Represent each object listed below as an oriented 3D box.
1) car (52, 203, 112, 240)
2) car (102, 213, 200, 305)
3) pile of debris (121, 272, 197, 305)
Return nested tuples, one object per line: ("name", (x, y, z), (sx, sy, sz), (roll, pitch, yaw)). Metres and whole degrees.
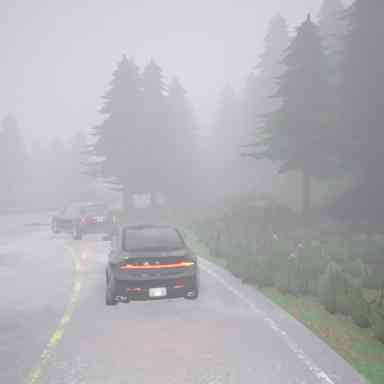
("car", (-5.704, 1.352, 17.408), (2.097, 1.767, 4.553), (0, 0, -39))
("car", (-1.108, 1.504, 8.188), (1.837, 1.490, 4.892), (0, 0, -12))
("pile of debris", (-0.851, 2.175, 7.698), (1.500, 0.140, 1.860), (0, 0, -14))
